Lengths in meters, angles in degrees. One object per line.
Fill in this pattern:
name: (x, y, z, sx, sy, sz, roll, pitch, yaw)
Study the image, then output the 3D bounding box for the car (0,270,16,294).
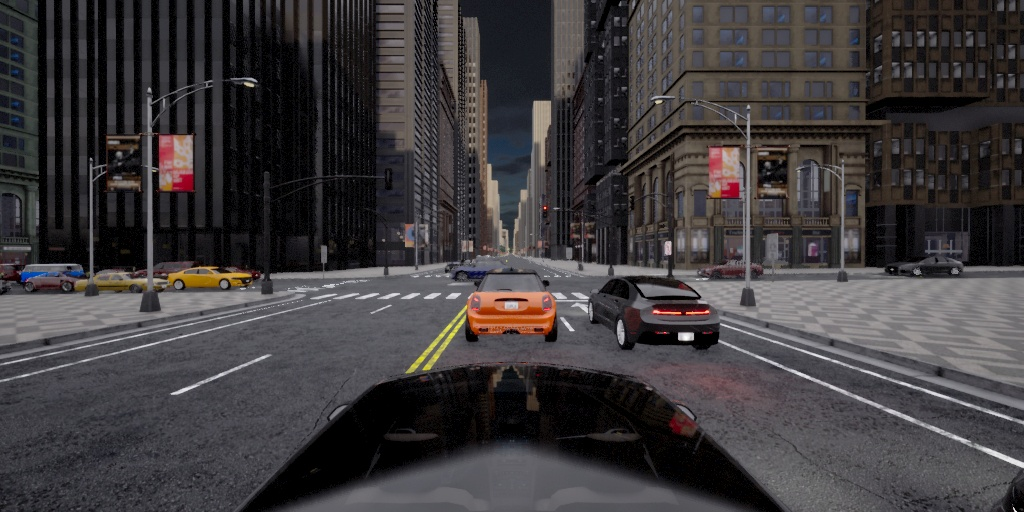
car: (-33.822, 1.751, 22.145, 4.403, 1.370, 2.007, 0, 0, 0)

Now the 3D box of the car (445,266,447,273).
car: (-6.697, 1.295, 42.515, 1.994, 1.385, 4.181, 0, 0, 0)

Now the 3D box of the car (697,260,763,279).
car: (17.019, 1.012, 28.045, 4.674, 1.442, 1.812, -1, 0, 0)

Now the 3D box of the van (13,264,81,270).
van: (-39.303, 1.578, 30.689, 3.998, 1.789, 1.690, 0, 0, 0)

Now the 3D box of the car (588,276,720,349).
car: (3.235, 1.254, 9.102, 1.837, 1.490, 4.892, 0, 0, 0)

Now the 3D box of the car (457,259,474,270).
car: (-6.715, 1.226, 52.654, 1.837, 1.490, 4.892, 0, 0, 0)

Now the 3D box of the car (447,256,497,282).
car: (-2.407, 1.074, 28.027, 4.553, 1.767, 2.097, -1, 0, 0)

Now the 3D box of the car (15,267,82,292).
car: (-30.780, 1.711, 24.819, 4.181, 1.385, 1.994, -1, 0, 1)

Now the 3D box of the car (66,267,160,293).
car: (-23.880, 1.593, 22.147, 4.829, 1.417, 1.751, 0, 0, 0)

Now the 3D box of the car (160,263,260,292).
car: (-20.782, 1.489, 24.807, 5.008, 1.535, 1.882, -1, 0, 0)

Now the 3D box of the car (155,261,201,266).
car: (-29.128, 1.414, 30.680, 5.009, 1.841, 2.192, 0, 0, 0)

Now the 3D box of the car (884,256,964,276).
car: (32.161, 0.790, 28.053, 4.892, 1.490, 1.837, 0, 0, 0)

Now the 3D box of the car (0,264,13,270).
car: (-44.390, 1.621, 30.694, 5.009, 1.841, 2.192, 0, 0, 0)

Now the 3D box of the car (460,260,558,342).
car: (-0.007, 1.101, 9.963, 2.097, 1.767, 4.553, 0, 0, 0)
